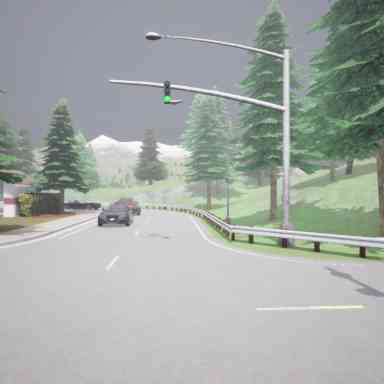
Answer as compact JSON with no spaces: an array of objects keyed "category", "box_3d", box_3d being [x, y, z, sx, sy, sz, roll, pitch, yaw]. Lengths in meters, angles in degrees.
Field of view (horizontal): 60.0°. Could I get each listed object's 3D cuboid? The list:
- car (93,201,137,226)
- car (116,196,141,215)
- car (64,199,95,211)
[{"category":"car","box_3d":[-5.152,1.529,22.780,1.994,1.385,4.181,0,0,-5]},{"category":"car","box_3d":[-6.442,1.304,32.521,2.097,1.767,4.553,0,0,-22]},{"category":"car","box_3d":[-13.369,1.546,39.944,4.718,1.301,1.895,0,0,11]}]
